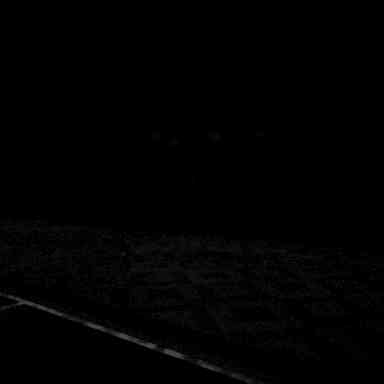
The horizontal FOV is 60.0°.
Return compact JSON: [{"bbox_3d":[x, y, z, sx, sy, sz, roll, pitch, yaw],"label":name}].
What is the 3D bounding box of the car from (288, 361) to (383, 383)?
[{"bbox_3d":[2.282,1.555,1.336,4.313,1.339,1.947,-1,-1,36],"label":"car"}]
